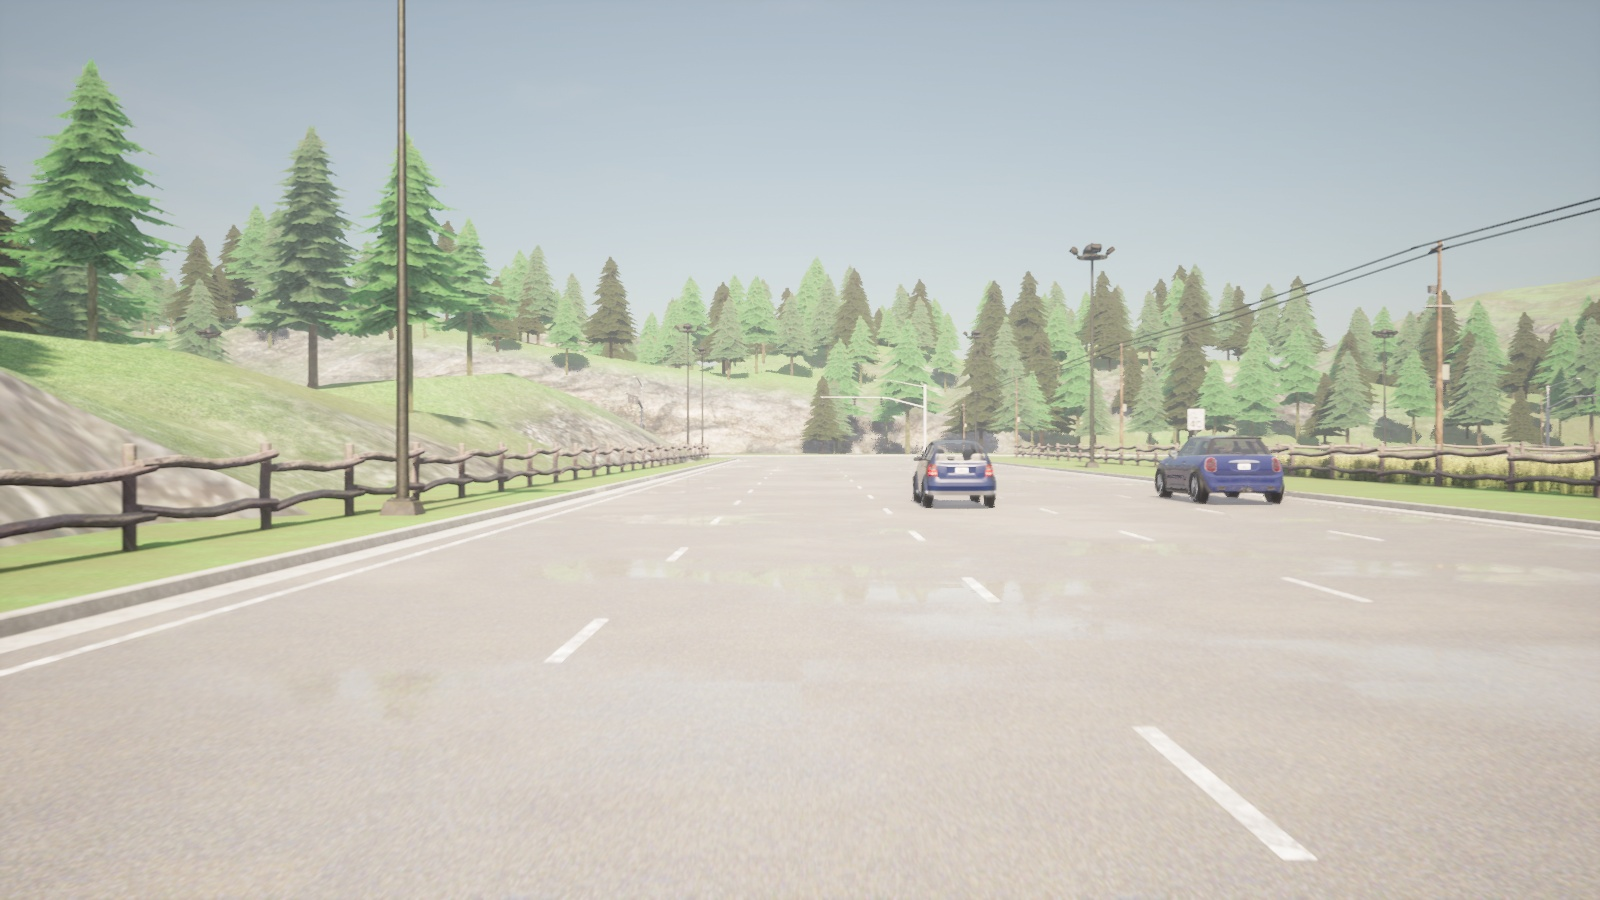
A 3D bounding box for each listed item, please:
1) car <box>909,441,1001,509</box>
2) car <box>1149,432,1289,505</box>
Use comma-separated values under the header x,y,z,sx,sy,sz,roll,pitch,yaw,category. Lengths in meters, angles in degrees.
x,y,z,sx,sy,sz,roll,pitch,yaw,category
3.678,0.558,30.417,1.789,1.549,3.705,0,0,0,car
10.689,0.432,32.398,2.097,1.767,4.553,0,0,0,car
